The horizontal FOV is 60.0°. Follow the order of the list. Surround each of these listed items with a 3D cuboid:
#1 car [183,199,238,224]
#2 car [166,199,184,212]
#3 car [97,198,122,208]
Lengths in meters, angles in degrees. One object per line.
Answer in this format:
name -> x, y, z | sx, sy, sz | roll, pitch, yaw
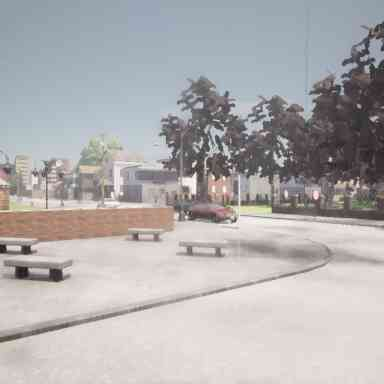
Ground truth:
car -> 1.448, 1.526, 24.935 | 1.812, 1.442, 4.674 | 0, 0, -36
car -> -1.065, 1.505, 35.651 | 1.837, 1.490, 4.892 | 0, 0, -36
car -> -10.441, 1.526, 41.763 | 1.812, 1.442, 4.674 | 0, 0, -35
